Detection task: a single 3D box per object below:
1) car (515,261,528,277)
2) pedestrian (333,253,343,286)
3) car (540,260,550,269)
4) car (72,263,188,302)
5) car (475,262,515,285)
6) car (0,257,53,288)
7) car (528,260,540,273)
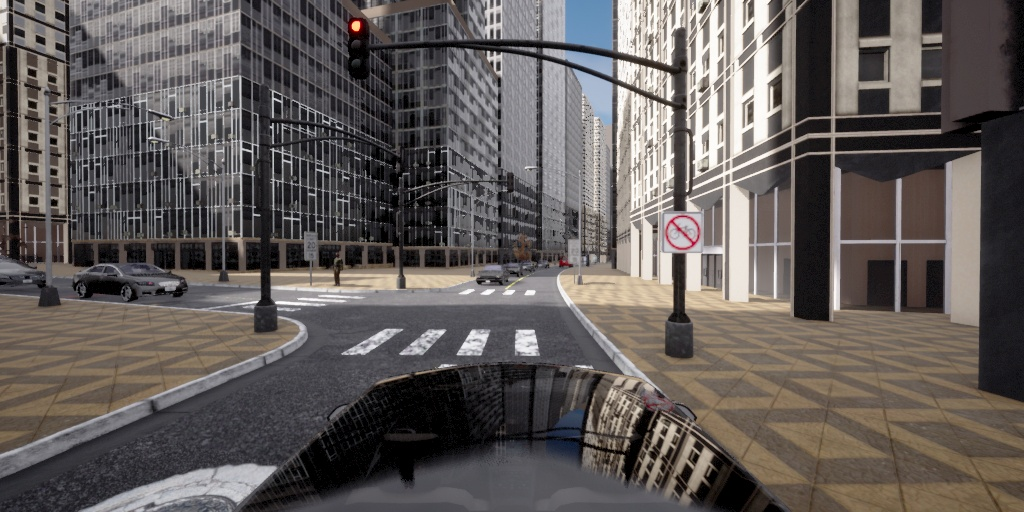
[{"bbox_3d":[0.088,1.363,36.769,2.033,1.411,5.357,0,0,9],"label":"car"},{"bbox_3d":[-9.513,0.716,19.490,0.375,1.860,0.375,0,0,16],"label":"pedestrian"},{"bbox_3d":[5.188,1.437,60.905,2.128,1.511,4.902,0,0,15],"label":"car"},{"bbox_3d":[-16.362,1.043,15.395,4.902,1.511,2.128,1,1,16],"label":"car"},{"bbox_3d":[-1.300,1.327,26.766,2.033,1.411,5.357,0,0,7],"label":"car"},{"bbox_3d":[-25.921,0.940,18.198,4.674,1.442,1.812,1,1,17],"label":"car"},{"bbox_3d":[1.909,1.356,46.866,2.128,1.511,4.902,0,0,11],"label":"car"}]
